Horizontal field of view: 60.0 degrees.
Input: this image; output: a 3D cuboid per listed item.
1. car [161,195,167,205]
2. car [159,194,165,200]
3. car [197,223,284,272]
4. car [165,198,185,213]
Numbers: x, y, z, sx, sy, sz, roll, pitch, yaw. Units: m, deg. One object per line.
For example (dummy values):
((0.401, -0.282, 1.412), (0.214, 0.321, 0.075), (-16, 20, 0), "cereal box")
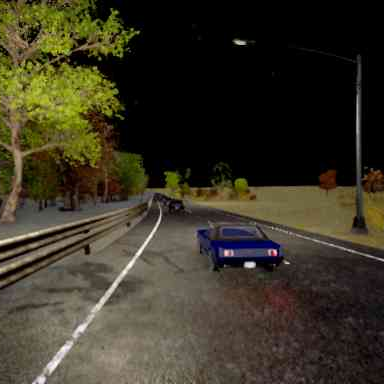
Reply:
((-4.656, 1.904, 65.363), (1.837, 1.490, 4.892), (0, -1, -6), "car")
((-7.328, 1.992, 89.667), (1.812, 1.442, 4.674), (0, 0, -6), "car")
((1.312, 1.671, 11.105), (1.895, 1.301, 4.718), (0, 0, -6), "car")
((-2.024, 1.733, 41.428), (1.882, 1.535, 5.008), (0, -1, -6), "car")
